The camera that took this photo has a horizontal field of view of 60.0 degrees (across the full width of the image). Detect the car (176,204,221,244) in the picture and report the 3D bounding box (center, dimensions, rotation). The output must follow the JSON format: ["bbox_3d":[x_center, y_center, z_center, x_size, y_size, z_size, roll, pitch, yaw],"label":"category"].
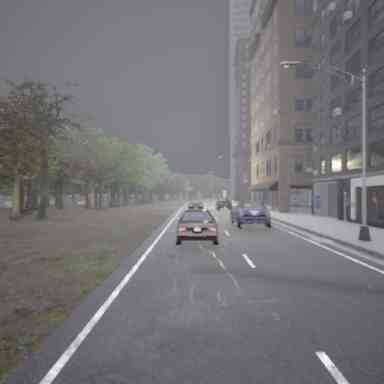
[{"bbox_3d":[0.231,1.529,15.636,2.033,1.411,5.357,0,0,1],"label":"car"}]

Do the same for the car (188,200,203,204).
[{"bbox_3d":[0.465,1.624,41.838,1.895,1.301,4.718,0,0,1],"label":"car"}]

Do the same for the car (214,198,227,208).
[{"bbox_3d":[3.967,1.531,41.926,1.837,1.490,4.892,0,0,1],"label":"car"}]

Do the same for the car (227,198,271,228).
[{"bbox_3d":[3.791,1.327,22.182,2.097,1.767,4.553,0,0,1],"label":"car"}]
